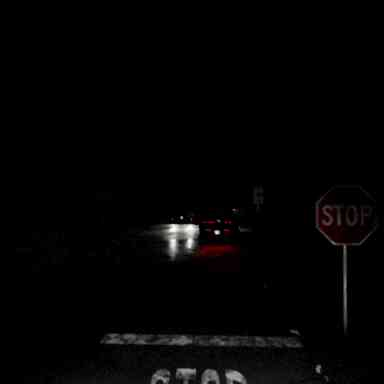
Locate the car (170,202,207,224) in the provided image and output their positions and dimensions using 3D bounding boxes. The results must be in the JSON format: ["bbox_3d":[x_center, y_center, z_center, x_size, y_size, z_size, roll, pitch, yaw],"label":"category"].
[{"bbox_3d":[-0.354,1.709,26.189,1.994,1.385,4.181,0,-1,12],"label":"car"}]

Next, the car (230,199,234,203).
[{"bbox_3d":[5.842,1.883,54.483,2.097,1.767,4.553,0,-1,12],"label":"car"}]

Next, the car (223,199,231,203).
[{"bbox_3d":[3.751,1.990,44.669,1.895,1.301,4.718,0,-1,13],"label":"car"}]

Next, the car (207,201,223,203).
[{"bbox_3d":[1.573,1.811,35.268,2.033,1.411,5.357,0,-1,13],"label":"car"}]

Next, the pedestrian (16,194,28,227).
[{"bbox_3d":[-9.612,1.017,18.767,0.375,1.860,0.375,0,-4,3],"label":"pedestrian"}]

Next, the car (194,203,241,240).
[{"bbox_3d":[1.461,1.559,17.374,1.837,1.490,4.892,0,0,8],"label":"car"}]
